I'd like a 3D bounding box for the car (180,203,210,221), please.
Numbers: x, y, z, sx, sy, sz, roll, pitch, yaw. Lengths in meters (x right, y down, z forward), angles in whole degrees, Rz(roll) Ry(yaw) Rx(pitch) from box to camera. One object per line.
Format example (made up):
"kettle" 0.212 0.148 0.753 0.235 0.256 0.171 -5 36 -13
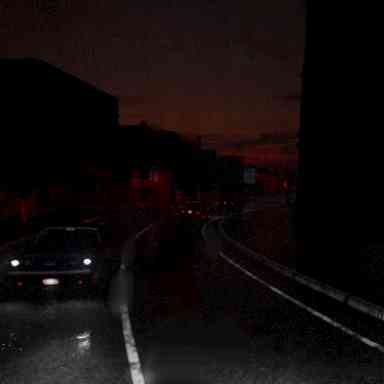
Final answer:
"car" 0.364 1.662 28.962 2.033 1.411 5.357 3 0 12

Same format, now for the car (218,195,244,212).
"car" 5.082 1.443 43.103 2.150 2.045 5.566 4 1 23

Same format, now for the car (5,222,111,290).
"car" -3.329 1.564 9.140 1.895 1.301 4.718 1 0 -10
